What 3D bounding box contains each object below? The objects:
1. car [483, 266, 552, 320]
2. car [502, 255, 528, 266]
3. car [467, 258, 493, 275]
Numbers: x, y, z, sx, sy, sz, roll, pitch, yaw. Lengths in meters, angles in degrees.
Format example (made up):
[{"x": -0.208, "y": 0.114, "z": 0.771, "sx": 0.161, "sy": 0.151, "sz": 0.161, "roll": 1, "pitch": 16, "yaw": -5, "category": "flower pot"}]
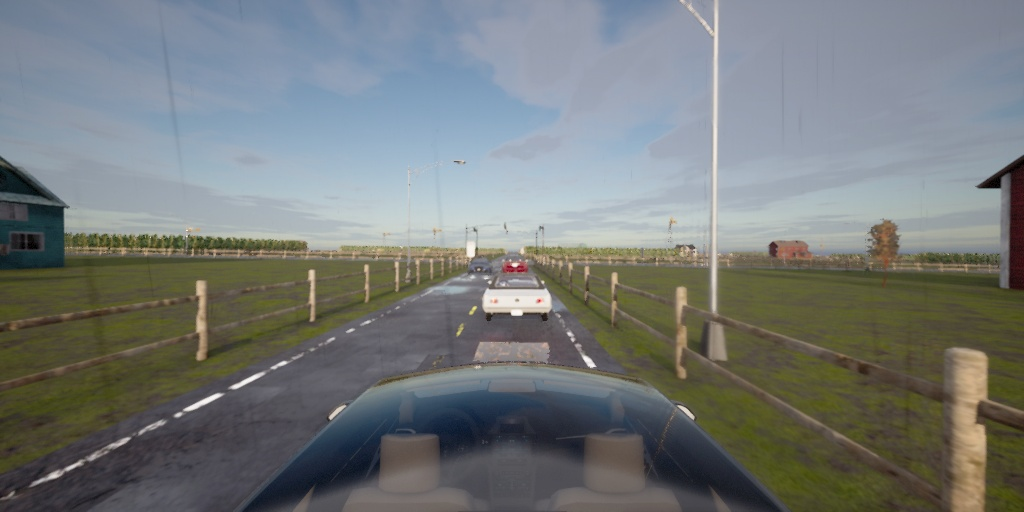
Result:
[{"x": 0.141, "y": 1.199, "z": 11.838, "sx": 1.895, "sy": 1.301, "sz": 4.718, "roll": 0, "pitch": 1, "yaw": 0, "category": "car"}, {"x": 0.259, "y": 0.692, "z": 29.365, "sx": 2.097, "sy": 1.767, "sz": 4.553, "roll": 0, "pitch": 1, "yaw": 0, "category": "car"}, {"x": -2.672, "y": 0.877, "z": 31.197, "sx": 1.994, "sy": 1.385, "sz": 4.181, "roll": 0, "pitch": 1, "yaw": 0, "category": "car"}]
